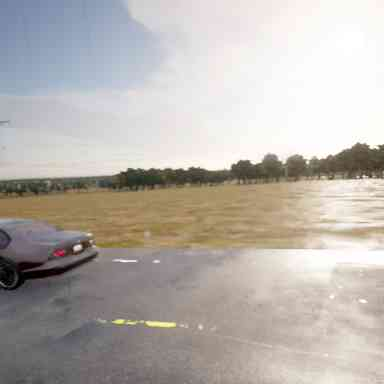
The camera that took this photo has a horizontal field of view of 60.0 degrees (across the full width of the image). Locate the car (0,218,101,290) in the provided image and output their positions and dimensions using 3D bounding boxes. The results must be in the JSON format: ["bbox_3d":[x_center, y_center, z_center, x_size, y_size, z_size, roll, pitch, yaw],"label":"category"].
[{"bbox_3d":[-5.013,1.406,8.278,5.357,1.411,2.033,-2,3,16],"label":"car"}]
